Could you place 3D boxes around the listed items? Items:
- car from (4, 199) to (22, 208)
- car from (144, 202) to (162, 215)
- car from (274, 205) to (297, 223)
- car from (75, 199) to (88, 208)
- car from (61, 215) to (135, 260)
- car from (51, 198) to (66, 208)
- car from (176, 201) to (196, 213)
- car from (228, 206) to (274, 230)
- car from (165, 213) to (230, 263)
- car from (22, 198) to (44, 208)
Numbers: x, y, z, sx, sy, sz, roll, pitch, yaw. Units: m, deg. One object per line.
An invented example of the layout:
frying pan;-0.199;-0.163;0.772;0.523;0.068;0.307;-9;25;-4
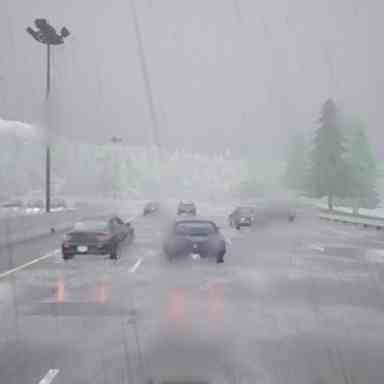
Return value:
car;-28.870;1.848;54.141;2.033;1.411;5.357;0;0;-14
car;-4.391;1.773;37.463;1.994;1.385;4.181;0;0;-6
car;6.898;1.753;27.264;1.895;1.301;4.718;0;0;-2
car;-18.549;1.837;56.011;1.812;1.442;4.674;0;0;-13
car;-3.398;1.596;12.625;1.812;1.442;4.674;0;0;0
car;-21.825;1.795;54.584;2.128;1.511;4.902;0;0;-13
car;-0.683;1.691;35.700;2.128;1.511;4.902;0;0;-6
car;3.561;1.671;22.064;2.033;1.411;5.357;0;0;-1
car;0.102;1.670;12.270;1.895;1.301;4.718;0;0;0
car;-25.168;1.790;53.529;2.128;1.511;4.902;0;0;-13
